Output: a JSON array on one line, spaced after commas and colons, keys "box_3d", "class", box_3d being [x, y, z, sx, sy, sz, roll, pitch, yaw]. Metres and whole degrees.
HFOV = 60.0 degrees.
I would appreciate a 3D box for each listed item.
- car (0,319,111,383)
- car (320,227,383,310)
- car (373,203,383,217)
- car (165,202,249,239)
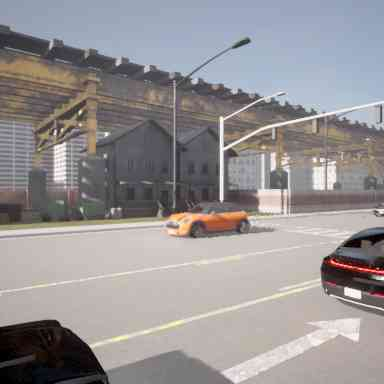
[{"box_3d": [-2.769, 1.601, 1.774, 4.718, 1.301, 1.895, 0, 0, -35], "class": "car"}, {"box_3d": [4.764, 1.505, 7.162, 4.892, 1.490, 1.837, 0, 0, -35], "class": "car"}, {"box_3d": [18.123, 1.492, 29.744, 4.902, 1.511, 2.128, 0, 0, -35], "class": "car"}, {"box_3d": [0.834, 1.352, 17.460, 4.553, 1.767, 2.097, 0, 0, -35], "class": "car"}]
